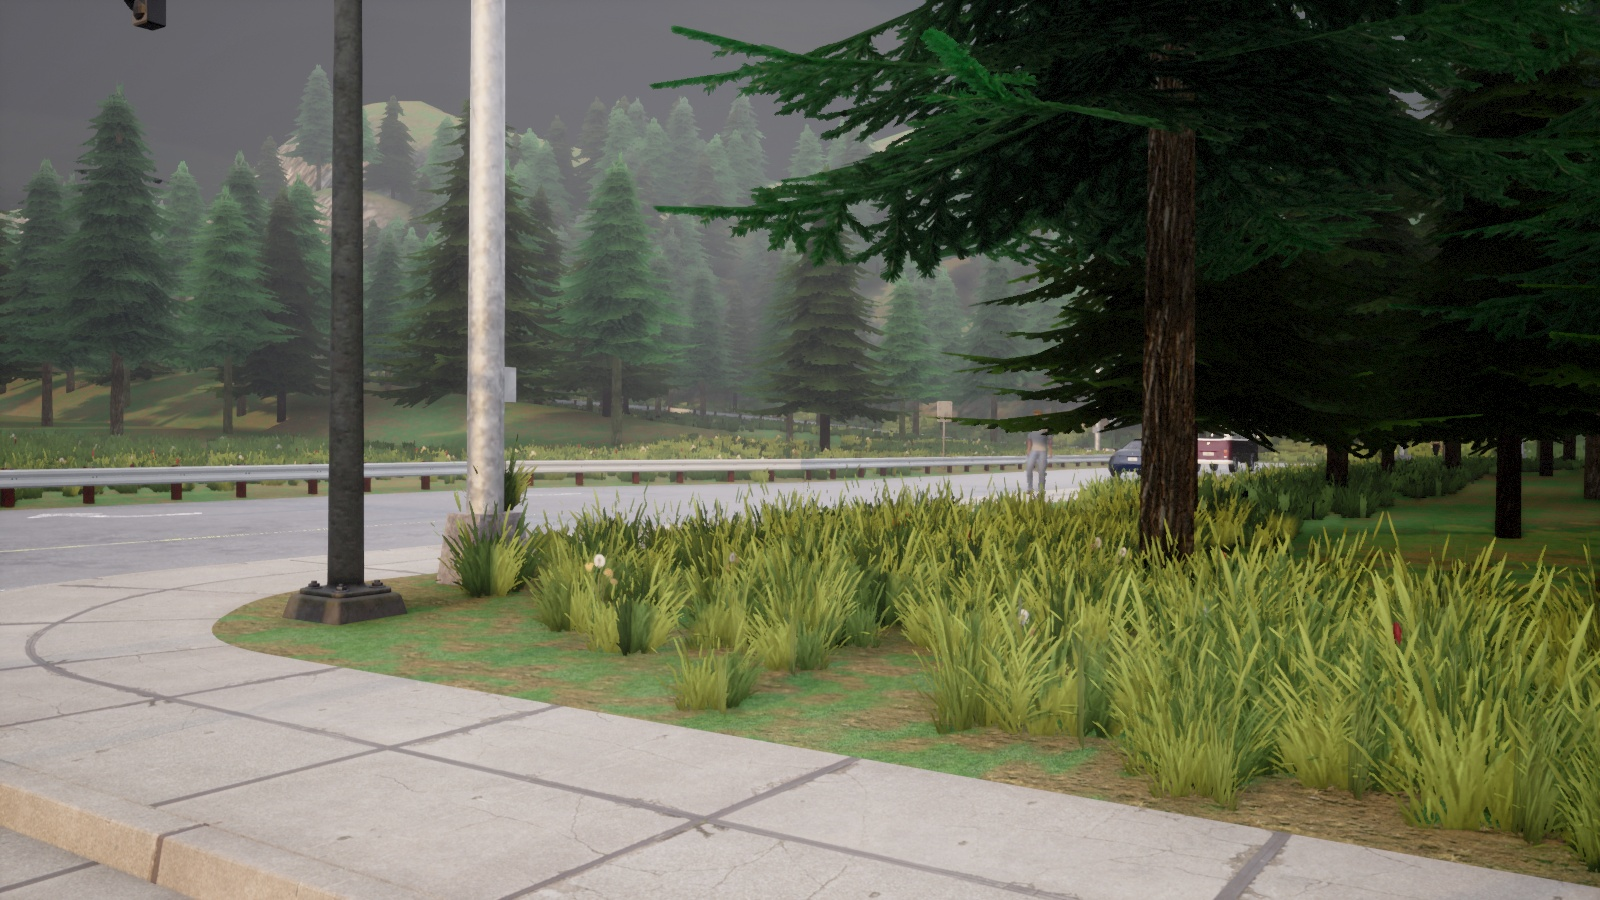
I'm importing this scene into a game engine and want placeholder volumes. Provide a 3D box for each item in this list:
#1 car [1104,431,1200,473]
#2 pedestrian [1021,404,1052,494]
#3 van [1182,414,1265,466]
[{"bbox_3d":[12.545,0.047,44.617,1.994,1.385,4.181,0,1,35],"label":"car"},{"bbox_3d":[4.875,-0.030,25.850,0.354,1.836,0.706,0,1,36],"label":"pedestrian"},{"bbox_3d":[17.457,-0.435,51.693,2.069,2.038,4.480,0,1,35],"label":"van"}]
